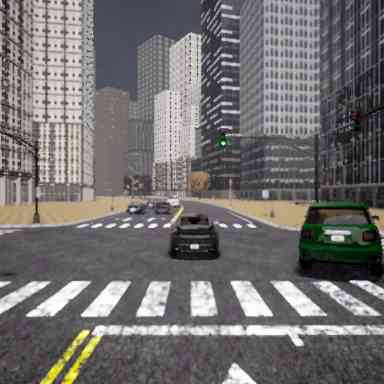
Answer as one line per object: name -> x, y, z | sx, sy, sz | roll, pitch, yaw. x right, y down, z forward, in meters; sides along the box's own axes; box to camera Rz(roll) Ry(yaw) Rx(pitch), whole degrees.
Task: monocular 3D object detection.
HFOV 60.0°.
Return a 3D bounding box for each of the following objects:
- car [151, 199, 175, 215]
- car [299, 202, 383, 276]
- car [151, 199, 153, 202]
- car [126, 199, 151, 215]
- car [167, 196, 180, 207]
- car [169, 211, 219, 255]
car -> -3.349, 1.872, 39.426 | 1.837, 1.490, 4.892 | 0, -1, 0
car -> 4.996, 1.360, 11.160 | 2.150, 2.045, 5.566 | -2, -2, 26
car -> -6.618, 1.993, 55.732 | 2.128, 1.511, 4.902 | 0, 0, 0
car -> -6.598, 1.860, 39.589 | 2.128, 1.511, 4.902 | 0, -1, 0
car -> -3.421, 1.778, 62.410 | 2.150, 2.045, 5.566 | 0, -1, -1
car -> 0.097, 1.666, 14.098 | 1.837, 1.490, 4.892 | 0, 0, 0
